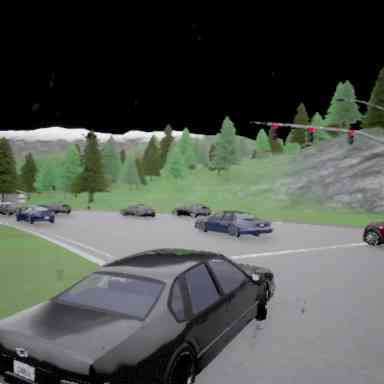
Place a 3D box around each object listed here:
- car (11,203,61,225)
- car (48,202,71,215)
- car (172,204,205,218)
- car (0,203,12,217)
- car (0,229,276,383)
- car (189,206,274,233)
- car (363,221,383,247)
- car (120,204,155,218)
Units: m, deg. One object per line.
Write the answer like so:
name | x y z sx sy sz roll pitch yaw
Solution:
car | -12.782 1.818 27.112 4.674 1.442 1.812 0 -1 44
car | -15.919 1.911 38.060 4.902 1.511 2.128 0 -1 32
car | -0.074 1.937 34.255 2.128 1.511 4.902 1 -1 -40
car | -20.332 1.929 36.718 5.357 1.411 2.033 0 -1 26
car | -0.252 1.614 5.069 2.033 1.411 5.357 0 -1 28
car | 2.296 1.813 19.523 2.033 1.411 5.357 1 -1 -33
car | 9.532 1.580 14.003 2.097 1.767 4.553 0 -1 -16
car | -5.750 1.994 35.090 4.181 1.385 1.994 0 -1 44
